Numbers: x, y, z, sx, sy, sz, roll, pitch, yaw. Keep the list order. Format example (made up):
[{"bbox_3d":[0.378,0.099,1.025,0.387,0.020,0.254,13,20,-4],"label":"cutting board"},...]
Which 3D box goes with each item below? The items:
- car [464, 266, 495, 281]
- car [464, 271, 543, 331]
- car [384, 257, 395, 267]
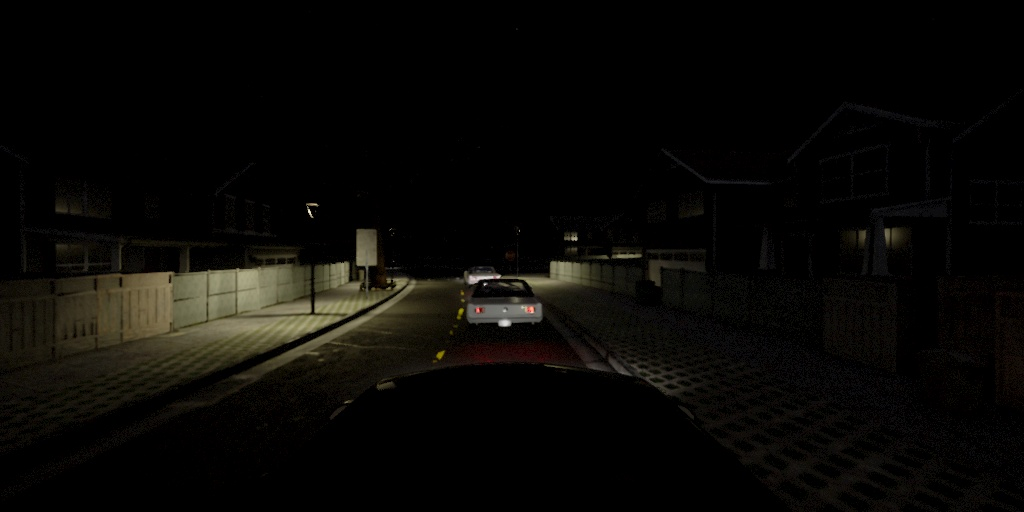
[{"bbox_3d":[-1.946,1.270,22.231,1.895,1.301,4.718,0,0,-11],"label":"car"},{"bbox_3d":[-0.315,1.319,10.853,1.895,1.301,4.718,0,0,-4],"label":"car"},{"bbox_3d":[-19.774,0.874,55.755,2.097,1.767,4.553,0,0,-35],"label":"car"}]
